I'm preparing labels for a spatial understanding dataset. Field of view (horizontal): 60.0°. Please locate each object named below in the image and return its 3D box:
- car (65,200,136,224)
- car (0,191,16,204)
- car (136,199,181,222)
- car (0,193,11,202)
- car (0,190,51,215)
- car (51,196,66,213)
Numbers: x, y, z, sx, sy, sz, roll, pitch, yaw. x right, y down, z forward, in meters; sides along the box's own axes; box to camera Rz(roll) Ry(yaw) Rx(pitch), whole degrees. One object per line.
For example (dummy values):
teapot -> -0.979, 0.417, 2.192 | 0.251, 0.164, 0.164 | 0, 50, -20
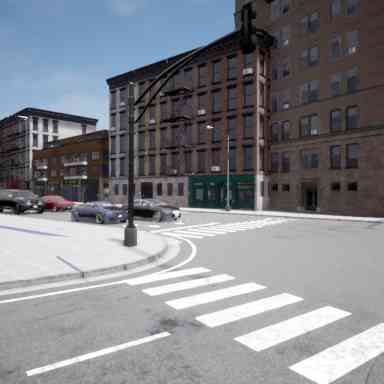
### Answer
car -> -6.013, 1.280, 21.728 | 4.181, 1.385, 1.994 | 1, 0, 37
car -> -27.584, 0.785, 48.231 | 4.553, 1.767, 2.097 | 1, 0, 41
car -> -2.931, 1.238, 23.452 | 4.902, 1.511, 2.128 | 1, 0, 38
car -> -33.139, 0.897, 57.608 | 4.674, 1.442, 1.812 | 1, 0, 43
car -> -14.817, 0.823, 28.666 | 5.566, 2.045, 2.150 | 1, 0, 39
car -> -12.926, 1.091, 31.320 | 5.008, 1.535, 1.882 | 1, 0, 39
